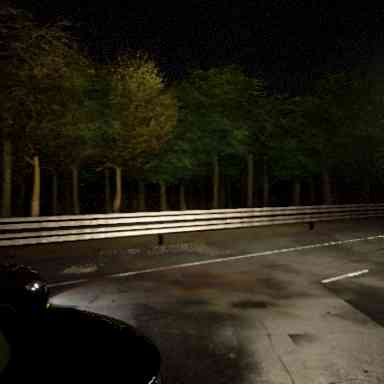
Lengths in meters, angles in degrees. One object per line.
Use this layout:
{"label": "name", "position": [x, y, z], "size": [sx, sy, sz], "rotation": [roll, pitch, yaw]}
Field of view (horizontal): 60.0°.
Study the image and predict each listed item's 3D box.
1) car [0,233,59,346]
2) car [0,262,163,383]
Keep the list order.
{"label": "car", "position": [-4.404, 1.550, 4.928], "size": [4.181, 1.385, 1.994], "rotation": [0, 0, -35]}
{"label": "car", "position": [-2.520, 1.470, 1.970], "size": [5.008, 1.535, 1.882], "rotation": [0, 0, -36]}
